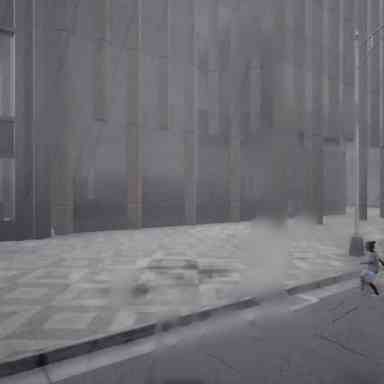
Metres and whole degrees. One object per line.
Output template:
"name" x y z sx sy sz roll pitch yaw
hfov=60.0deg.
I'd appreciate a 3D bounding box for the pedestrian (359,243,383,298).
"pedestrian" 3.871 1.296 7.104 0.375 1.860 0.375 0 0 40
